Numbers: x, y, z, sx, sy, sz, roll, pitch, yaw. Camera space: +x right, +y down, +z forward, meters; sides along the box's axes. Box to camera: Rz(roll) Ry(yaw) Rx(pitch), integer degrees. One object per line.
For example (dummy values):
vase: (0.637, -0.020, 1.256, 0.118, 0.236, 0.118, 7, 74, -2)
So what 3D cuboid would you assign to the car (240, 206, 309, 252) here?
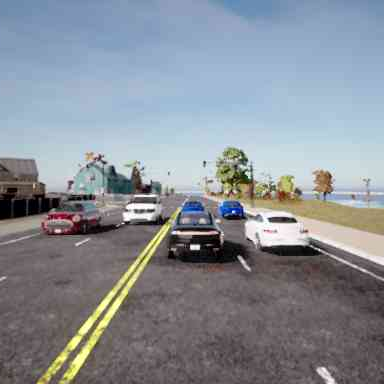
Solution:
car: (3.351, 1.503, 13.715, 1.812, 1.442, 4.674, 0, 0, 0)

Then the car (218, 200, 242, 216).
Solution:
car: (3.354, 1.437, 29.163, 1.882, 1.535, 5.008, 0, 0, 0)

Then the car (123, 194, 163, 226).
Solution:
car: (-3.342, 1.187, 23.668, 2.150, 2.045, 5.566, 0, 0, 0)

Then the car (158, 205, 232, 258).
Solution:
car: (0.099, 1.472, 12.601, 2.128, 1.511, 4.902, 0, 0, 0)

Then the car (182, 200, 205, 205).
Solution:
car: (0.104, 1.437, 29.175, 1.882, 1.535, 5.008, 0, 0, 0)

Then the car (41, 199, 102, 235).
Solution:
car: (-6.594, 1.323, 18.614, 2.097, 1.767, 4.553, 0, 0, 0)
